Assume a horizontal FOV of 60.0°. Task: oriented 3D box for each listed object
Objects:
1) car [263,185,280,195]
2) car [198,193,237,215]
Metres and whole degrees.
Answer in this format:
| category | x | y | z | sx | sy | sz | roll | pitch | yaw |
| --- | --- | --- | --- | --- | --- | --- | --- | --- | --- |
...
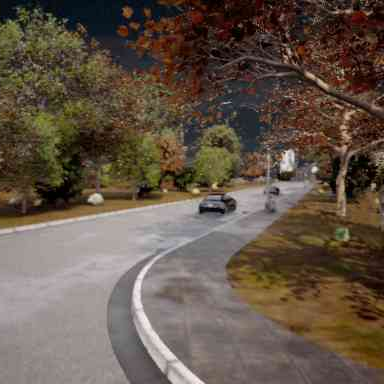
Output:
| category | x | y | z | sx | sy | sz | roll | pitch | yaw |
| --- | --- | --- | --- | --- | --- | --- | --- | --- | --- |
| car | 11.666 | -0.337 | 48.740 | 1.994 | 1.385 | 4.181 | 1 | 3 | 22 |
| car | 1.971 | 0.799 | 24.555 | 1.994 | 1.385 | 4.181 | 1 | 3 | 22 |
